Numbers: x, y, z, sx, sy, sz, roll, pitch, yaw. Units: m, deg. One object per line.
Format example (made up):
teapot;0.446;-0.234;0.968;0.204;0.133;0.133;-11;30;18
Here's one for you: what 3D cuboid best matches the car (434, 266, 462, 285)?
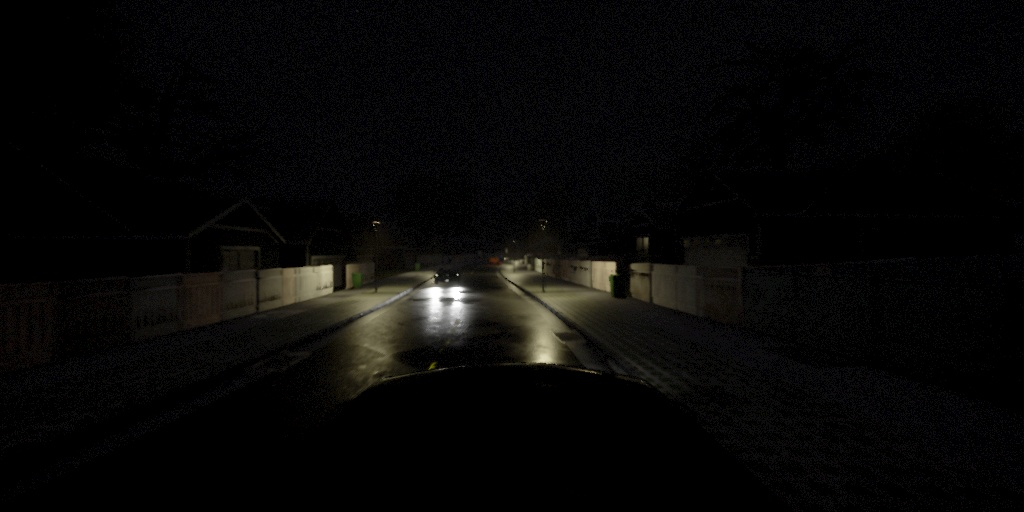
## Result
car;-4.736;1.400;27.097;1.895;1.301;4.718;0;0;-6
